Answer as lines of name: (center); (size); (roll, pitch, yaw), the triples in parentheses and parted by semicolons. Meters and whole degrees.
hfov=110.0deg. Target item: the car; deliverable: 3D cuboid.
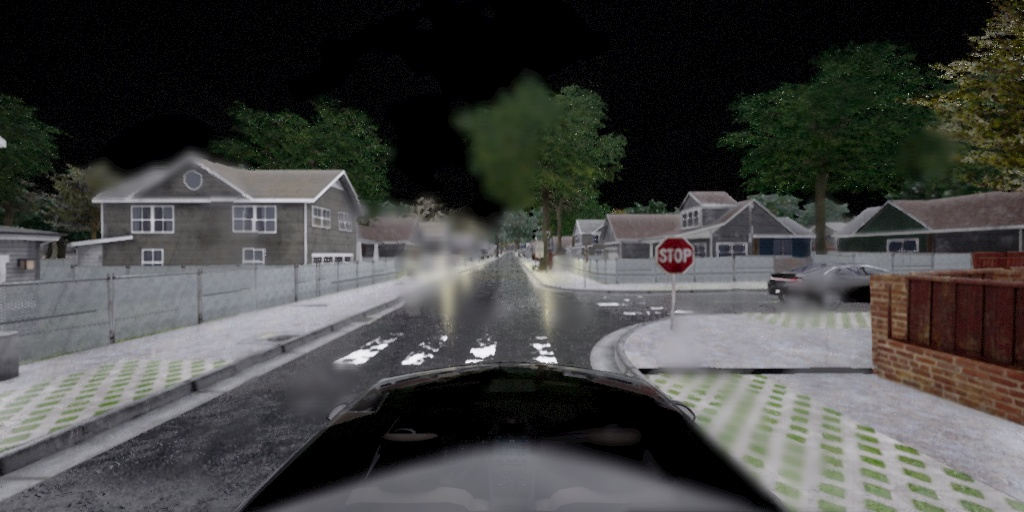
car: (11.457, 0.973, 12.193); (4.902, 1.511, 2.128); (-1, 0, -1)
